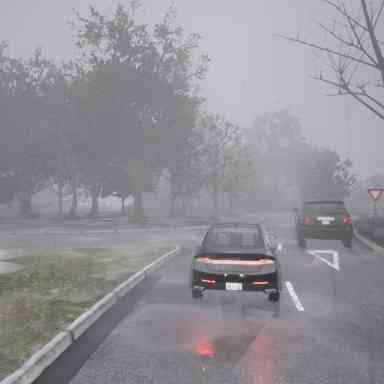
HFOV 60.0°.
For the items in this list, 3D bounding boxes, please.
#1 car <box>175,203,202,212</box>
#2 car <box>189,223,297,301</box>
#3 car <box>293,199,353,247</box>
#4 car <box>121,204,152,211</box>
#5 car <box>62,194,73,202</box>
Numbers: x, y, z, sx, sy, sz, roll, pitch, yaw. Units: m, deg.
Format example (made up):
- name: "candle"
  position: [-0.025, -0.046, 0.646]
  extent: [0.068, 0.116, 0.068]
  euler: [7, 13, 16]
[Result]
- name: "car"
  position: [-0.612, 2.554, 53.873]
  extent: [4.674, 1.442, 1.812]
  euler: [-1, -2, 30]
- name: "car"
  position: [1.118, 1.531, 8.469]
  extent: [2.128, 1.511, 4.902]
  euler: [0, -1, 8]
- name: "car"
  position: [6.120, 1.347, 15.863]
  extent: [2.150, 2.045, 5.566]
  euler: [-1, -1, 16]
- name: "car"
  position: [-9.915, 2.711, 59.532]
  extent: [5.357, 1.411, 2.033]
  euler: [0, -1, 0]
- name: "car"
  position: [-32.660, 1.889, 85.412]
  extent: [1.946, 1.575, 5.366]
  euler: [0, 2, -12]
